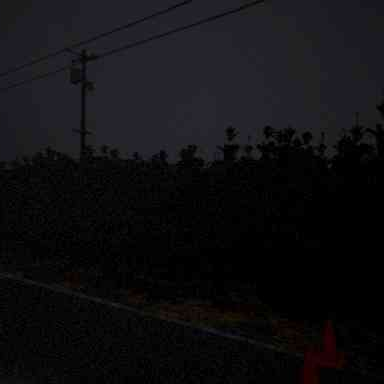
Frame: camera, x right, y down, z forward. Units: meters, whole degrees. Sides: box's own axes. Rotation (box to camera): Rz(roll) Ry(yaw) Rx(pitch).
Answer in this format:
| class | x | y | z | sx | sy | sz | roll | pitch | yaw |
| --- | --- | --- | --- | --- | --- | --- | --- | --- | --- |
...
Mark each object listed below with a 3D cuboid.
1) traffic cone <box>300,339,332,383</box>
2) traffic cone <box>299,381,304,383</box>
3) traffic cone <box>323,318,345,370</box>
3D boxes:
| class | x | y | z | sx | sy | sz | roll | pitch | yaw |
| --- | --- | --- | --- | --- | --- | --- | --- | --- | --- |
| traffic cone | 1.318 | 2.012 | 3.726 | 0.340 | 0.580 | 0.340 | 0 | -1 | 34 |
| traffic cone | 0.759 | 1.998 | 2.896 | 0.340 | 0.580 | 0.340 | 0 | -1 | 34 |
| traffic cone | 1.877 | 2.025 | 4.555 | 0.340 | 0.580 | 0.340 | 0 | -1 | 34 |
